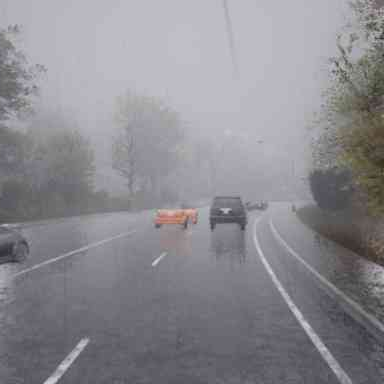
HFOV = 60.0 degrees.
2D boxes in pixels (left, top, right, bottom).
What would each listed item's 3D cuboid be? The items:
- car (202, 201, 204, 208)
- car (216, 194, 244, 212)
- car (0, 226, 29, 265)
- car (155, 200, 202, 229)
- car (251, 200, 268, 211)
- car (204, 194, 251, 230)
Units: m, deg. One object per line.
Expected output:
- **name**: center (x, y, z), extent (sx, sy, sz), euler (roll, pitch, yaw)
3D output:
- **car**: center (0.430, 1.867, 49.868), extent (1.895, 1.301, 4.718), euler (-1, -1, 25)
- **car**: center (4.884, 1.321, 41.996), extent (2.150, 2.045, 5.566), euler (-1, -1, 22)
- **car**: center (-6.534, 1.588, 9.347), extent (1.994, 1.385, 4.181), euler (0, 0, 6)
- **car**: center (-0.907, 1.415, 22.364), extent (2.097, 1.767, 4.553), euler (-1, 0, 11)
- **car**: center (8.045, 1.630, 40.459), extent (1.895, 1.301, 4.718), euler (-1, 0, 21)
- **car**: center (2.506, 1.253, 21.761), extent (2.150, 2.045, 5.566), euler (-1, 0, 12)
